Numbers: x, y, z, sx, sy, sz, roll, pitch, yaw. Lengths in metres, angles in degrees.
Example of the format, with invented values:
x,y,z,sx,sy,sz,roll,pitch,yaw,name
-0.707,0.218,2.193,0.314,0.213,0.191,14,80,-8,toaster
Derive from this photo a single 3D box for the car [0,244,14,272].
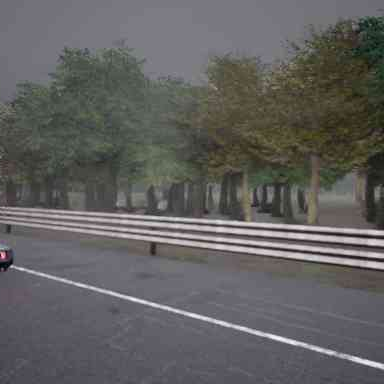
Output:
x,y,z,sx,sy,sz,roll,pitch,yaw,name
-6.728,1.546,8.743,4.718,1.301,1.895,0,0,36,car
